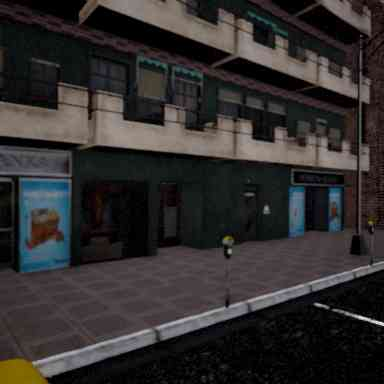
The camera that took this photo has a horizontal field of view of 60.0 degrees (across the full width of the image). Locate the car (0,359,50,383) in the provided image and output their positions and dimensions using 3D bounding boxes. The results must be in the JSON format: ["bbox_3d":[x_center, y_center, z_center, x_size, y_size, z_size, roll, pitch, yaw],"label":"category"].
[{"bbox_3d":[-2.772,1.503,0.904,4.829,1.417,1.752,0,0,-38],"label":"car"}]
